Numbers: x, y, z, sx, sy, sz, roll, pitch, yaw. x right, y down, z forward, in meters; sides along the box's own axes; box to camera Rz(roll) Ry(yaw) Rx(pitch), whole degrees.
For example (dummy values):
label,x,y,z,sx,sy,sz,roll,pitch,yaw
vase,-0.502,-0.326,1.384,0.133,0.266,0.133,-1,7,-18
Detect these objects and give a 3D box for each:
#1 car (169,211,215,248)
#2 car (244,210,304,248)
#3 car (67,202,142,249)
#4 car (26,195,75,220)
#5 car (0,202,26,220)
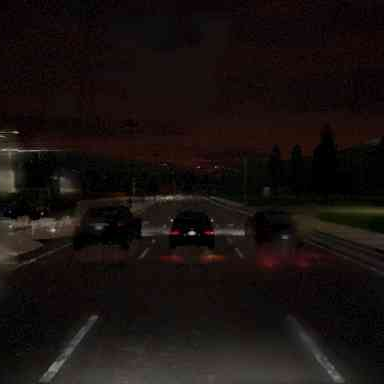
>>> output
label,x,y,z,sx,sy,sz,roll,pitch,yaw
car,0.000,1.561,14.662,2.033,1.411,5.357,0,0,0
car,3.500,1.531,14.662,1.812,1.442,4.674,0,0,0
car,-3.500,1.364,14.632,2.097,1.767,4.553,0,0,0
car,-11.685,1.325,28.541,2.150,2.045,5.566,0,0,-2
car,-15.185,1.558,28.475,1.812,1.442,4.674,0,0,-2
